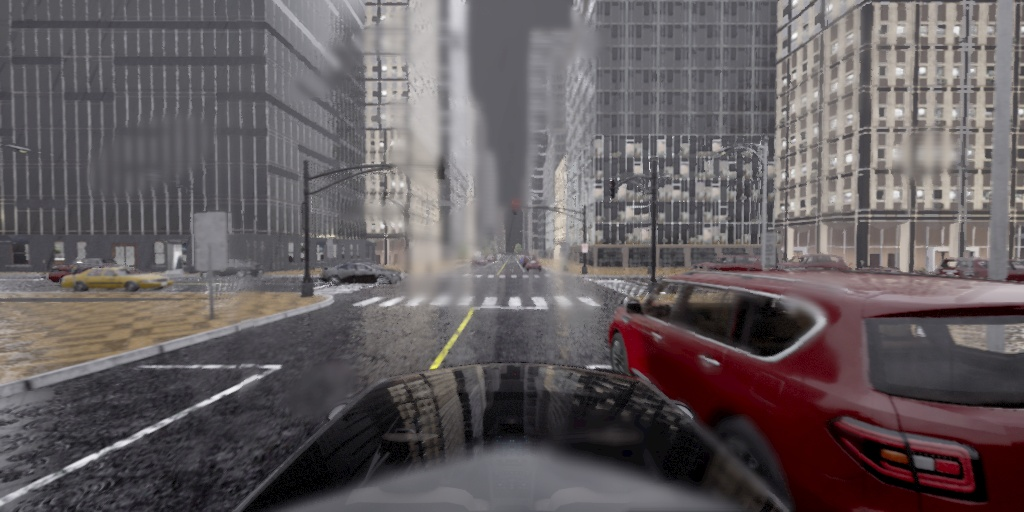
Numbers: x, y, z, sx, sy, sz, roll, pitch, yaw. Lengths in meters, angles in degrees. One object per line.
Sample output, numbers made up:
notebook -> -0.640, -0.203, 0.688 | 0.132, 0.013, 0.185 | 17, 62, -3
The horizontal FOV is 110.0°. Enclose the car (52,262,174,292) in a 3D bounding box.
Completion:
car -> -21.259, 1.189, 19.441 | 4.829, 1.417, 1.751 | 0, 0, 0

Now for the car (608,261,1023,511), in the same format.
car -> 2.565, 1.051, 3.865 | 2.192, 1.841, 5.009 | 0, 0, 0

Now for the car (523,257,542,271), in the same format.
car -> 2.535, 1.071, 41.798 | 1.802, 1.307, 4.207 | 0, 0, 0

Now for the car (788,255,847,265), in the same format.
car -> 22.895, 0.872, 27.677 | 5.009, 1.841, 2.192 | 0, 0, 0

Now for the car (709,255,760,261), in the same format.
car -> 16.563, 0.863, 27.663 | 5.009, 1.841, 2.192 | 0, 0, 0

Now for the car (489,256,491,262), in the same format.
car -> -5.311, 0.922, 63.872 | 1.802, 1.307, 4.207 | 0, 0, 0

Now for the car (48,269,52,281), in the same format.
car -> -25.133, 1.204, 22.113 | 4.718, 1.301, 1.895 | 0, 1, 0

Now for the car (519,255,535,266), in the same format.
car -> 2.557, 0.730, 52.847 | 2.192, 1.841, 5.009 | 0, 0, 0

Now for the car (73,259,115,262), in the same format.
car -> -32.563, 0.916, 27.483 | 4.097, 1.591, 1.967 | 0, 0, 0

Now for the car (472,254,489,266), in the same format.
car -> -5.311, 0.818, 58.347 | 1.967, 1.591, 4.097 | 0, 0, 0

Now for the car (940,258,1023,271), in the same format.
car -> 26.220, 1.048, 19.547 | 5.009, 1.841, 2.192 | 0, 0, 0

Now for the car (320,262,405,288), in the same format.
car -> -9.156, 1.125, 22.151 | 4.902, 1.511, 2.128 | 0, 1, 0

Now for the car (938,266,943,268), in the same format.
car -> 20.182, 1.307, 19.533 | 4.207, 1.307, 1.802 | 0, 0, 0

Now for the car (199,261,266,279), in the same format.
car -> -21.447, 1.043, 27.578 | 4.403, 1.370, 2.007 | 0, 0, 0
